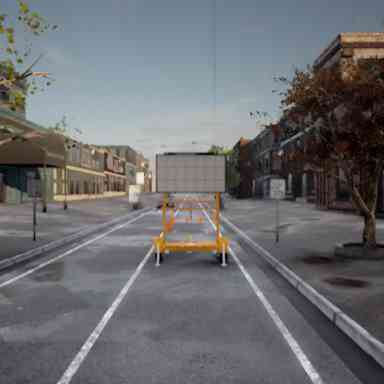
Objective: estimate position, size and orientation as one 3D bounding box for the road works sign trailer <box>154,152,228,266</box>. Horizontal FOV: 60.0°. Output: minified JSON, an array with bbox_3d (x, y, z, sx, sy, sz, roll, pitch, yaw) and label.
[{"bbox_3d":[-0.037,0.441,11.428,2.380,3.560,2.880,0,0,0],"label":"road works sign trailer"}]

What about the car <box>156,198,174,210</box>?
[{"bbox_3d":[-3.236,1.474,40.931,1.994,1.385,4.181,0,0,0],"label":"car"}]
